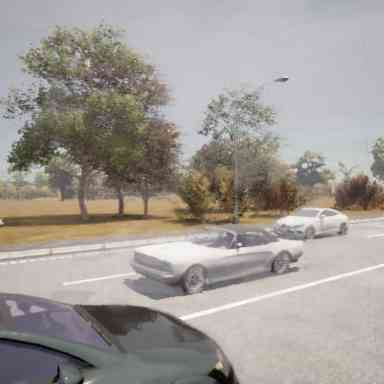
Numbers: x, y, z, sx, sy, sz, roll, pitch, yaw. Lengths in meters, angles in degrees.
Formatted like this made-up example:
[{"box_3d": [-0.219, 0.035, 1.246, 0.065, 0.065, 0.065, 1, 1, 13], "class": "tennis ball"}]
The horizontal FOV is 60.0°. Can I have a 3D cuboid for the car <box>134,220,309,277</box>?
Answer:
[{"box_3d": [0.800, 1.597, 8.862, 4.718, 1.301, 1.895, 0, 0, -35], "class": "car"}]

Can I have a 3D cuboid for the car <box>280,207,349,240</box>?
[{"box_3d": [6.234, 1.516, 17.034, 4.674, 1.442, 1.812, 0, 0, -35], "class": "car"}]

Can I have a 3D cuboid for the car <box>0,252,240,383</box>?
[{"box_3d": [-1.608, 1.564, 2.599, 4.181, 1.385, 1.994, 0, 0, -36], "class": "car"}]
